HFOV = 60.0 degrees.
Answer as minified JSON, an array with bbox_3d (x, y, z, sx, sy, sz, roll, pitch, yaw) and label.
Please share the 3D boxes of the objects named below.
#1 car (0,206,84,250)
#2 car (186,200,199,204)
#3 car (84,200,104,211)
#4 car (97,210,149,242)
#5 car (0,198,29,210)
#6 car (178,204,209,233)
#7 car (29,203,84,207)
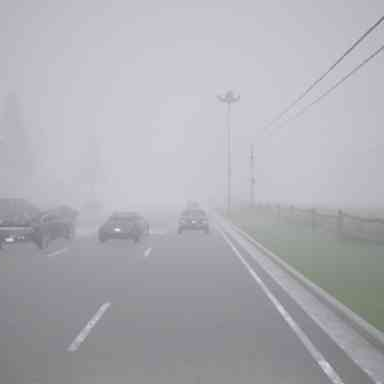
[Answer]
[{"bbox_3d":[-6.896,1.622,15.020,2.128,1.511,4.902,0,0,0],"label":"car"},{"bbox_3d":[0.091,1.914,48.009,1.837,1.490,4.892,0,0,0],"label":"car"},{"bbox_3d":[-13.912,1.879,46.990,1.882,1.535,5.008,0,0,0],"label":"car"},{"bbox_3d":[-3.395,1.712,17.171,1.994,1.385,4.181,0,0,0],"label":"car"},{"bbox_3d":[-13.918,1.446,25.865,2.150,2.045,5.566,0,0,0],"label":"car"},{"bbox_3d":[0.105,1.726,20.879,2.033,1.411,5.357,0,0,0],"label":"car"},{"bbox_3d":[-10.393,1.700,25.943,1.882,1.535,5.008,0,0,0],"label":"car"}]
